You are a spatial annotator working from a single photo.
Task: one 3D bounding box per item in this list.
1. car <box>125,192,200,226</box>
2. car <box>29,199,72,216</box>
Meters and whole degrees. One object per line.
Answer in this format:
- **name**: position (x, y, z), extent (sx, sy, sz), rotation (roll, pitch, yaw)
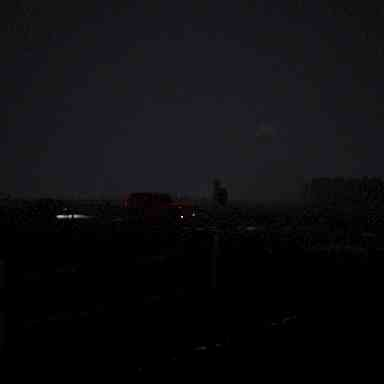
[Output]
- **car**: position (-2.110, 1.055, 22.532), extent (5.566, 2.045, 2.150), rotation (1, 0, 36)
- **car**: position (-12.522, 1.295, 29.563), extent (4.181, 1.385, 1.994), rotation (1, 1, 32)
